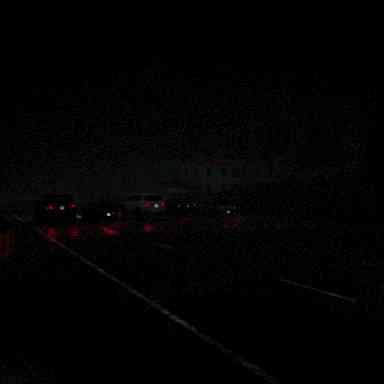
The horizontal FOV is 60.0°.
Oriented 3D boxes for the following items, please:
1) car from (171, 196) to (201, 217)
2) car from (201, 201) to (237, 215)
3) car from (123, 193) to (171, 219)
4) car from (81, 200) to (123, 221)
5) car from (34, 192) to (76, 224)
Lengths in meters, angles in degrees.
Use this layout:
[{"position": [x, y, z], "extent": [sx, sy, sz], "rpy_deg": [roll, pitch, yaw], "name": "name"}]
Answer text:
[{"position": [-1.522, 1.243, 30.499], "extent": [2.097, 1.767, 4.553], "rpy_deg": [0, 0, -33], "name": "car"}, {"position": [2.033, 1.478, 31.449], "extent": [1.895, 1.301, 4.718], "rpy_deg": [0, 0, -33], "name": "car"}, {"position": [-4.259, 1.129, 28.283], "extent": [2.150, 2.045, 5.566], "rpy_deg": [0, 0, -33], "name": "car"}, {"position": [-7.576, 1.427, 26.974], "extent": [1.837, 1.490, 4.892], "rpy_deg": [0, 0, -33], "name": "car"}, {"position": [-10.147, 1.160, 24.501], "extent": [2.150, 2.045, 5.566], "rpy_deg": [0, 0, -33], "name": "car"}]
